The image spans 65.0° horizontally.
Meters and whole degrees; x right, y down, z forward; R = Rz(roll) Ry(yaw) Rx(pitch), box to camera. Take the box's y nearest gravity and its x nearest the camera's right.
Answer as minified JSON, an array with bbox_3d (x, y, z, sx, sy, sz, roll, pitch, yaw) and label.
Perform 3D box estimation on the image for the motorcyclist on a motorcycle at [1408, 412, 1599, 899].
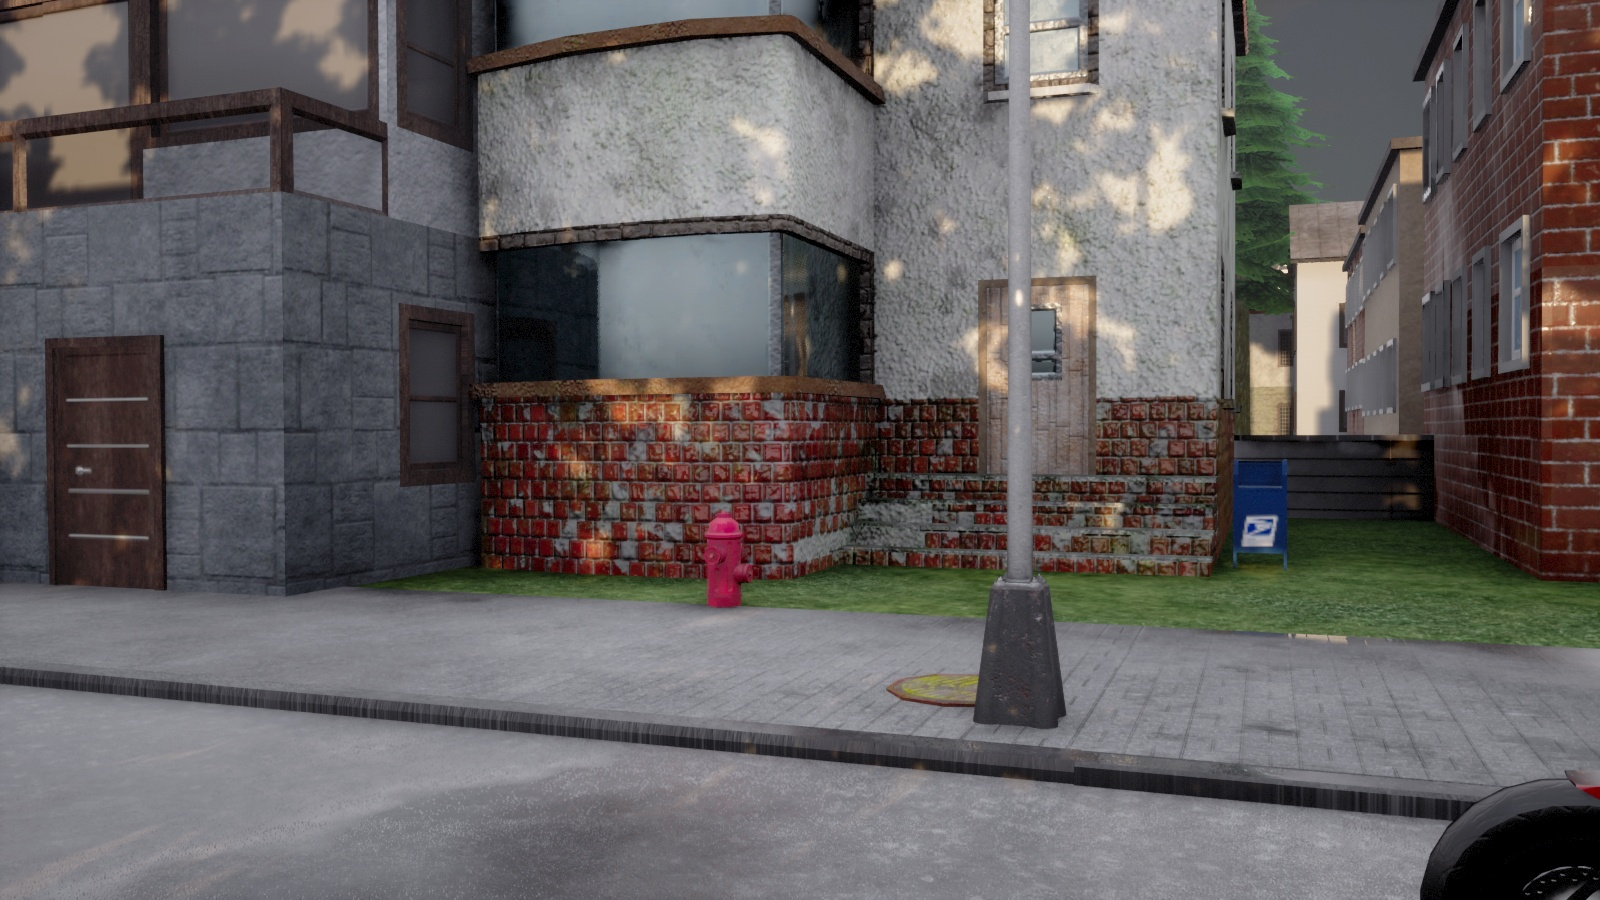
[{"bbox_3d":[2.651,0.743,2.739,2.350,1.649,0.766,0,1,24],"label":"motorcyclist on a motorcycle"}]

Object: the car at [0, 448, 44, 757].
[{"bbox_3d":[-6.027,0.720,6.087,4.193,1.474,1.816,1,1,20],"label":"car"}]
